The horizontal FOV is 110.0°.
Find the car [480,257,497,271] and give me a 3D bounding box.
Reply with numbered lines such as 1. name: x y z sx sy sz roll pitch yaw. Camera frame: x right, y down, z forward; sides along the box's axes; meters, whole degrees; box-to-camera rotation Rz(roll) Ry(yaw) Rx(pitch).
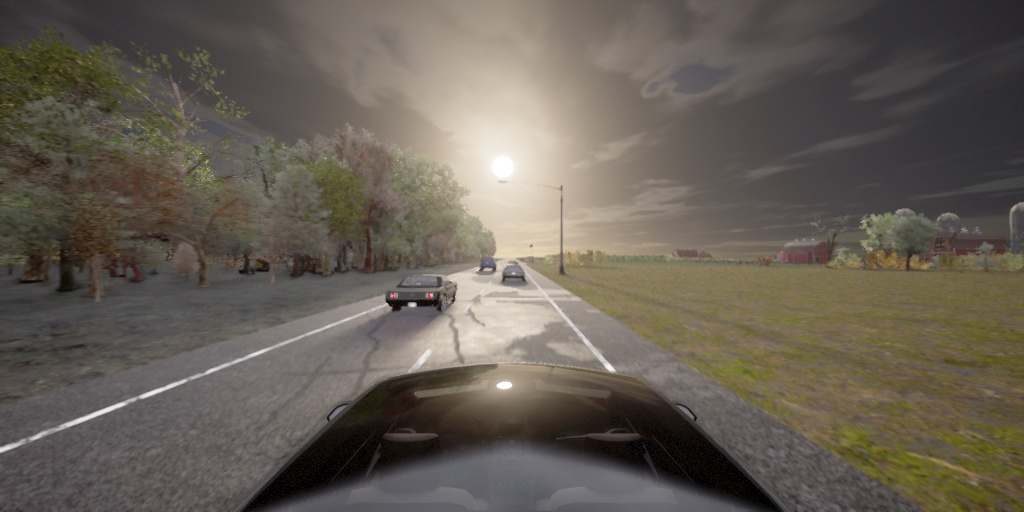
1. car: -3.345 1.100 51.350 2.150 2.045 5.566 0 0 0

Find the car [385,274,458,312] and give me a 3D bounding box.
1. car: -3.383 1.383 14.415 1.895 1.301 4.718 0 0 0

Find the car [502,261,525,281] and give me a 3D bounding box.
1. car: 0.136 1.401 31.568 1.994 1.385 4.181 0 0 0
